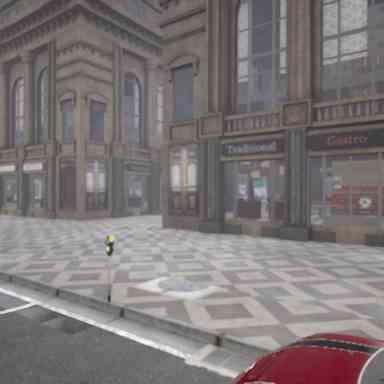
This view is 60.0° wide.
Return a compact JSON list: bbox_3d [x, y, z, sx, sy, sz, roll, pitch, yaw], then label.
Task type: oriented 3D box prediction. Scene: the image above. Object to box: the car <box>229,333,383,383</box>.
[{"bbox_3d":[1.930,1.441,1.580,4.097,1.590,1.967,0,0,36],"label":"car"}]
